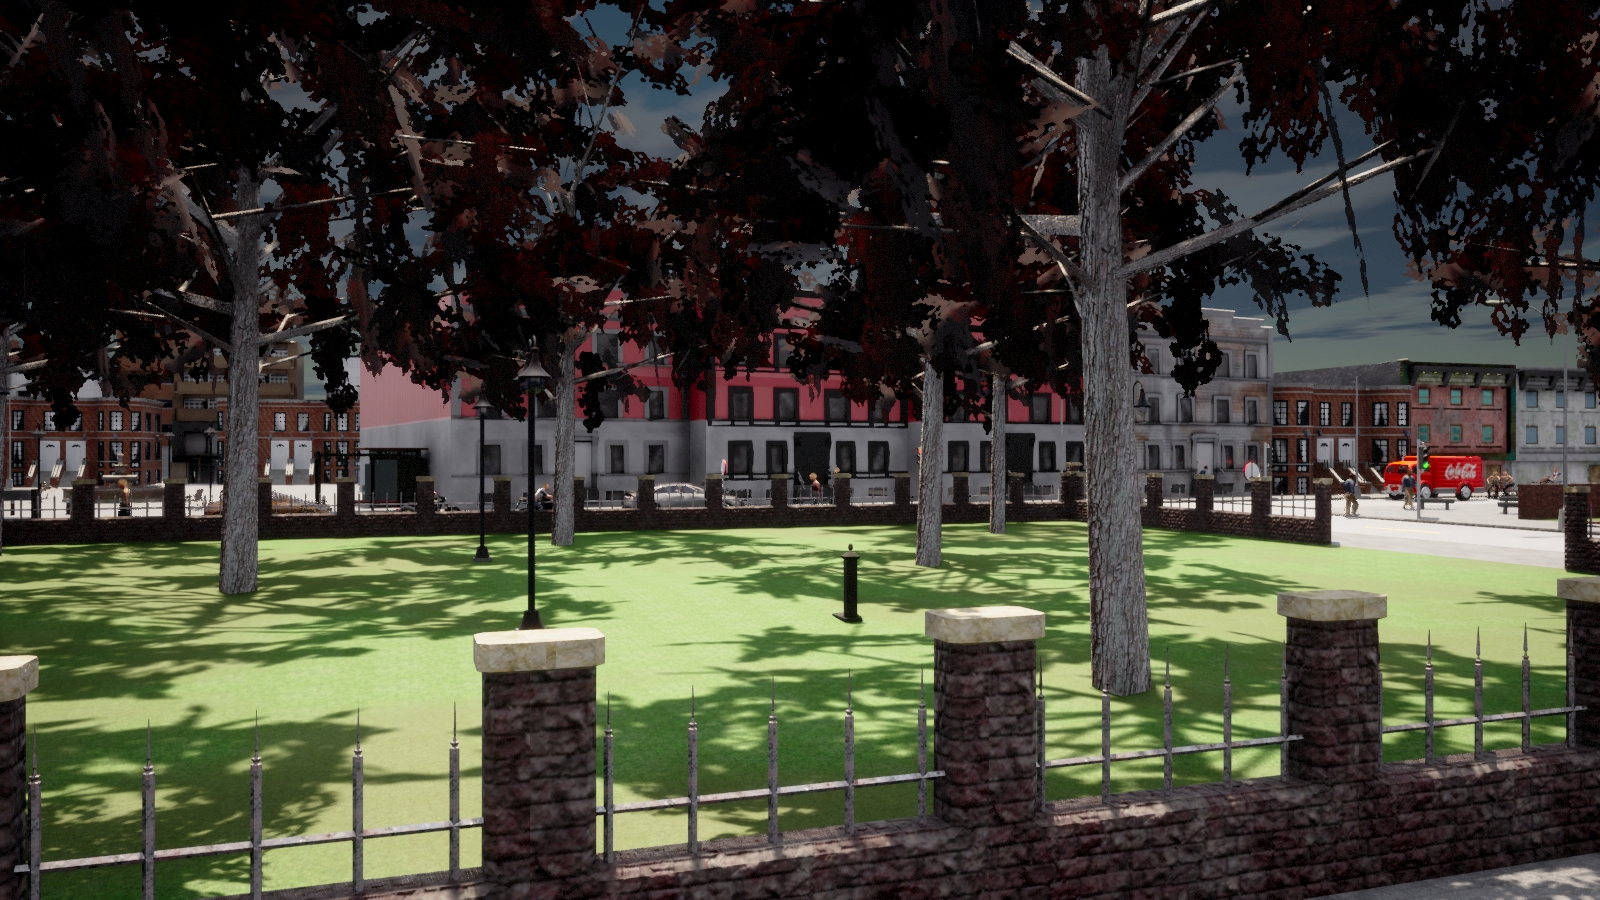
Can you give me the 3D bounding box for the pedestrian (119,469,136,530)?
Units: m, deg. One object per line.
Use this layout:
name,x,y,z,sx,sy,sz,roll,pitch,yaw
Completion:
pedestrian,-20.682,1.523,35.153,0.375,1.860,0.375,0,0,-19

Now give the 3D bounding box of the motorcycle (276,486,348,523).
motorcycle,-17.611,1.950,41.298,2.356,1.277,0.764,0,0,-19

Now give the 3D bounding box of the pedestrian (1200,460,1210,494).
pedestrian,22.920,1.523,64.635,0.375,1.860,0.375,0,0,-19

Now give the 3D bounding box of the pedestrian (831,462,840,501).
pedestrian,1.708,1.524,55.339,0.375,1.860,0.375,0,0,-8

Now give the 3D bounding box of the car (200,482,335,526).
car,-18.926,1.899,40.841,4.181,1.385,1.994,0,0,-19

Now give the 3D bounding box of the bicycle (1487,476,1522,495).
bicycle,40.458,2.036,65.608,1.487,1.080,0.859,0,0,1

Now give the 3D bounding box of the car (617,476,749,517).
car,-4.677,1.827,45.707,4.902,1.511,2.128,0,0,-19

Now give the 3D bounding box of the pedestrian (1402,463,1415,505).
pedestrian,26.968,1.517,50.625,0.375,1.860,0.375,0,0,-2

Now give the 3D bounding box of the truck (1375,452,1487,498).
truck,35.004,1.348,63.458,5.204,2.467,2.627,0,0,-19

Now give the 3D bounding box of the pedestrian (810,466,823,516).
pedestrian,0.607,1.525,42.444,0.375,1.860,0.375,0,0,-19

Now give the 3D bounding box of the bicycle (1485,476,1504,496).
bicycle,39.299,2.036,64.656,0.859,1.080,1.487,0,0,35

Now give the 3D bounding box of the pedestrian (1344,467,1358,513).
pedestrian,22.392,1.629,46.414,0.375,1.860,0.375,0,0,-10
